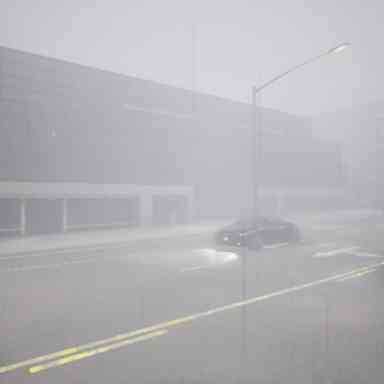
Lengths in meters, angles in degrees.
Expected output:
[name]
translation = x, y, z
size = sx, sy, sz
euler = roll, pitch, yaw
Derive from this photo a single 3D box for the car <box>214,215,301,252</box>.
[car]
translation = 2.994, 1.727, 14.930
size = 4.181, 1.385, 1.994
euler = -1, -1, -37
